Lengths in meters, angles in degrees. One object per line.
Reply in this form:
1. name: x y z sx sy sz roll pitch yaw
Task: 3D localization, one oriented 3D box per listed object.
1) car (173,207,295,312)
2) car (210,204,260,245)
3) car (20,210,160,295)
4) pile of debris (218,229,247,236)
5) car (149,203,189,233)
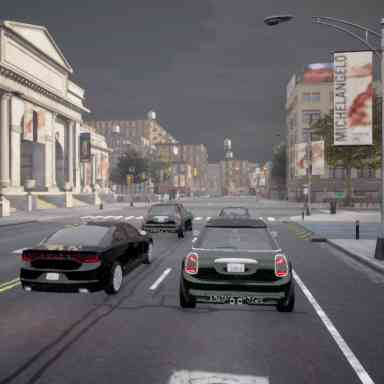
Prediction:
1. car: 1.023 1.352 7.956 2.097 1.767 4.553 0 0 7
2. car: 2.163 1.489 16.803 2.128 1.511 4.902 0 0 8
3. car: -2.395 1.478 8.877 1.882 1.535 5.008 0 0 7
4. pile of debris: 2.221 2.175 18.040 1.500 0.140 1.860 0 0 8
5. car: -1.196 1.352 18.009 2.097 1.767 4.553 0 0 8
